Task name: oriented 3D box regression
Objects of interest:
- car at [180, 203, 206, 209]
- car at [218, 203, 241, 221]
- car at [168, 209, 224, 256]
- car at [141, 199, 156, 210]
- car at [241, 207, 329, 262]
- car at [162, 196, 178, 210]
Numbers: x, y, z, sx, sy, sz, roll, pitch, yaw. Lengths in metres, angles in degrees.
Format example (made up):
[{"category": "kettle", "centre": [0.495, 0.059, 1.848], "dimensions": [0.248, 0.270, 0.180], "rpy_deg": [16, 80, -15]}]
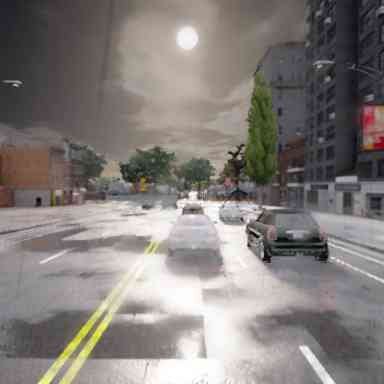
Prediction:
[{"category": "car", "centre": [0.063, 1.680, 27.952], "dimensions": [1.837, 1.490, 4.892], "rpy_deg": [0, 0, 0]}, {"category": "car", "centre": [3.318, 1.707, 28.738], "dimensions": [1.812, 1.442, 4.674], "rpy_deg": [0, -1, 0]}, {"category": "car", "centre": [0.069, 1.583, 13.222], "dimensions": [1.812, 1.442, 4.674], "rpy_deg": [0, -1, 0]}, {"category": "car", "centre": [-6.590, 1.907, 50.956], "dimensions": [1.837, 1.490, 4.892], "rpy_deg": [0, 0, 0]}, {"category": "car", "centre": [3.315, 1.403, 12.479], "dimensions": [2.097, 1.767, 4.553], "rpy_deg": [0, -1, 0]}, {"category": "car", "centre": [-3.346, 1.616, 50.517], "dimensions": [2.150, 2.045, 5.566], "rpy_deg": [0, 0, 0]}]
